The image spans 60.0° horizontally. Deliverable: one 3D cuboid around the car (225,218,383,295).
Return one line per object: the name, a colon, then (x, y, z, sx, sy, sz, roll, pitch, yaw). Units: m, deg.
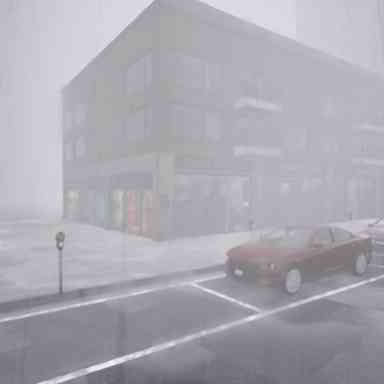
car: (2.854, 1.495, 8.559, 4.507, 1.381, 1.887, 0, 0, -35)
